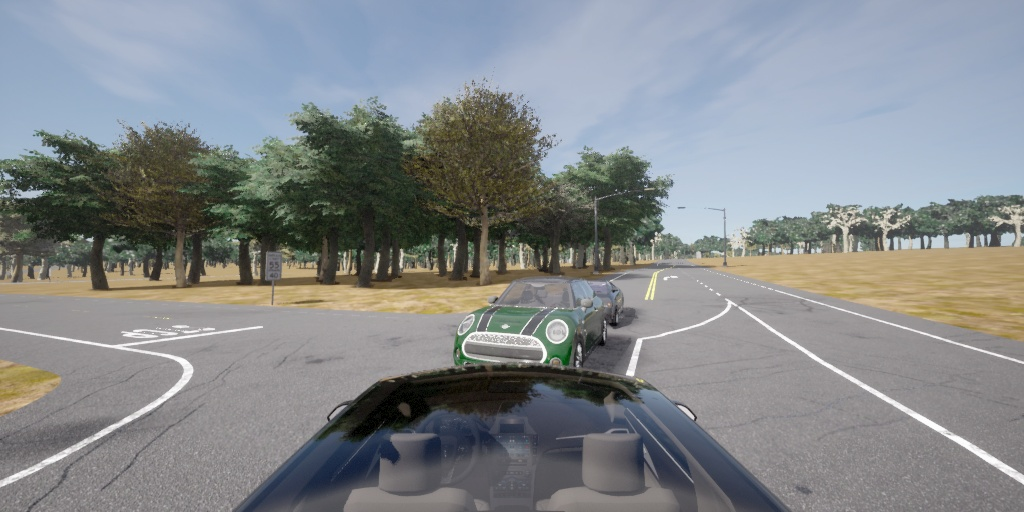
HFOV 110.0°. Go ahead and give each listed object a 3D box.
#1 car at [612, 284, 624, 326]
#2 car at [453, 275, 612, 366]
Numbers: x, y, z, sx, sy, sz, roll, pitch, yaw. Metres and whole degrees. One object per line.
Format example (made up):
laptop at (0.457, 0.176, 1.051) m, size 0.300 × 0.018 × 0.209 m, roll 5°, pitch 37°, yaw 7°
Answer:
car at (2.884, 1.555, 12.941) m, size 1.994 × 1.385 × 4.181 m, roll -2°, pitch 0°, yaw 22°
car at (0.668, 1.223, 7.505) m, size 2.097 × 1.767 × 4.553 m, roll -1°, pitch -2°, yaw 22°
